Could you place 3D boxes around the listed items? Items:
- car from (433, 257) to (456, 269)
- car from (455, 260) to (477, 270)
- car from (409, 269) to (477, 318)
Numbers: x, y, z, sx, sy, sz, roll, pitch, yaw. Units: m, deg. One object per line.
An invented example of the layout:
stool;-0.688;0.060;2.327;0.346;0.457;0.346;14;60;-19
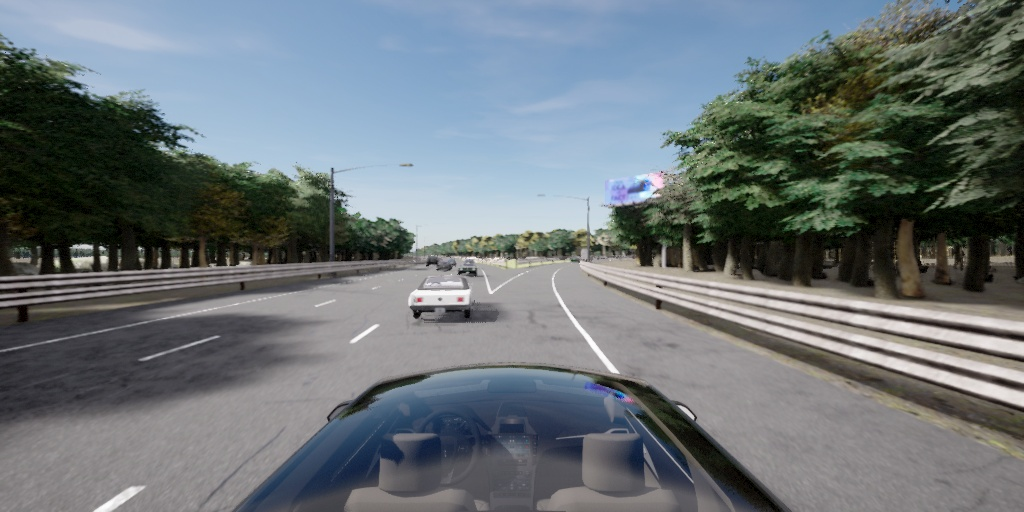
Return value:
car;-9.369;1.253;50.304;2.128;1.511;4.902;0;0;-7
car;-4.506;1.335;36.743;1.895;1.301;4.718;0;0;-6
car;-2.347;1.337;12.968;1.895;1.301;4.718;0;0;-5
